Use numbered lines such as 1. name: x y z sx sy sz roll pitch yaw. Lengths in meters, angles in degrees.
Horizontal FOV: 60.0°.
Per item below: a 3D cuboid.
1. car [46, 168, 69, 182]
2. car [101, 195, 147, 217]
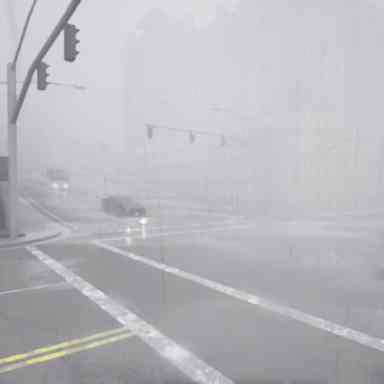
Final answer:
1. car: -17.536 -2.376 43.236 2.033 1.411 5.357 -1 13 -35
2. car: -5.575 1.003 26.525 2.033 1.411 5.357 -1 5 -36
